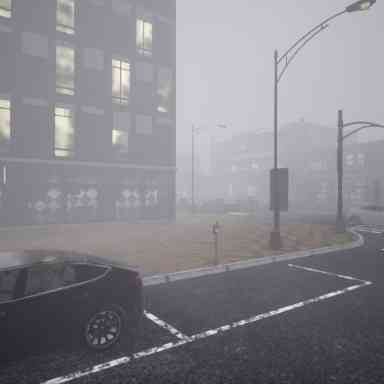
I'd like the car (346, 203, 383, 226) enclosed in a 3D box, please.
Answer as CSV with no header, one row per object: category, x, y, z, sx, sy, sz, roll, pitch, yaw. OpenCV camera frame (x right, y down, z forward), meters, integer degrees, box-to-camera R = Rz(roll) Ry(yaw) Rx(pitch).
car,11.571,1.441,19.958,1.812,1.442,4.674,1,1,-26

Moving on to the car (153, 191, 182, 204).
car,-3.949,0.793,52.065,2.192,1.841,5.009,1,0,-36

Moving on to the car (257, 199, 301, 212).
car,9.205,1.340,34.206,1.802,1.307,4.206,1,0,-36

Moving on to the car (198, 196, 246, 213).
car,2.892,1.259,33.002,1.994,1.385,4.181,0,1,-36

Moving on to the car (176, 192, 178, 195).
car,-0.665,1.101,47.601,2.008,1.369,4.403,1,0,-36

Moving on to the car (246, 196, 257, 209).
car,5.917,1.130,38.672,1.967,1.590,4.097,1,0,-36

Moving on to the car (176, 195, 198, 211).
car,-0.832,1.231,33.700,1.802,1.307,4.206,1,0,-36

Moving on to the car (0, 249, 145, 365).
car,-2.738,1.566,4.601,4.313,1.339,1.947,0,0,-36
